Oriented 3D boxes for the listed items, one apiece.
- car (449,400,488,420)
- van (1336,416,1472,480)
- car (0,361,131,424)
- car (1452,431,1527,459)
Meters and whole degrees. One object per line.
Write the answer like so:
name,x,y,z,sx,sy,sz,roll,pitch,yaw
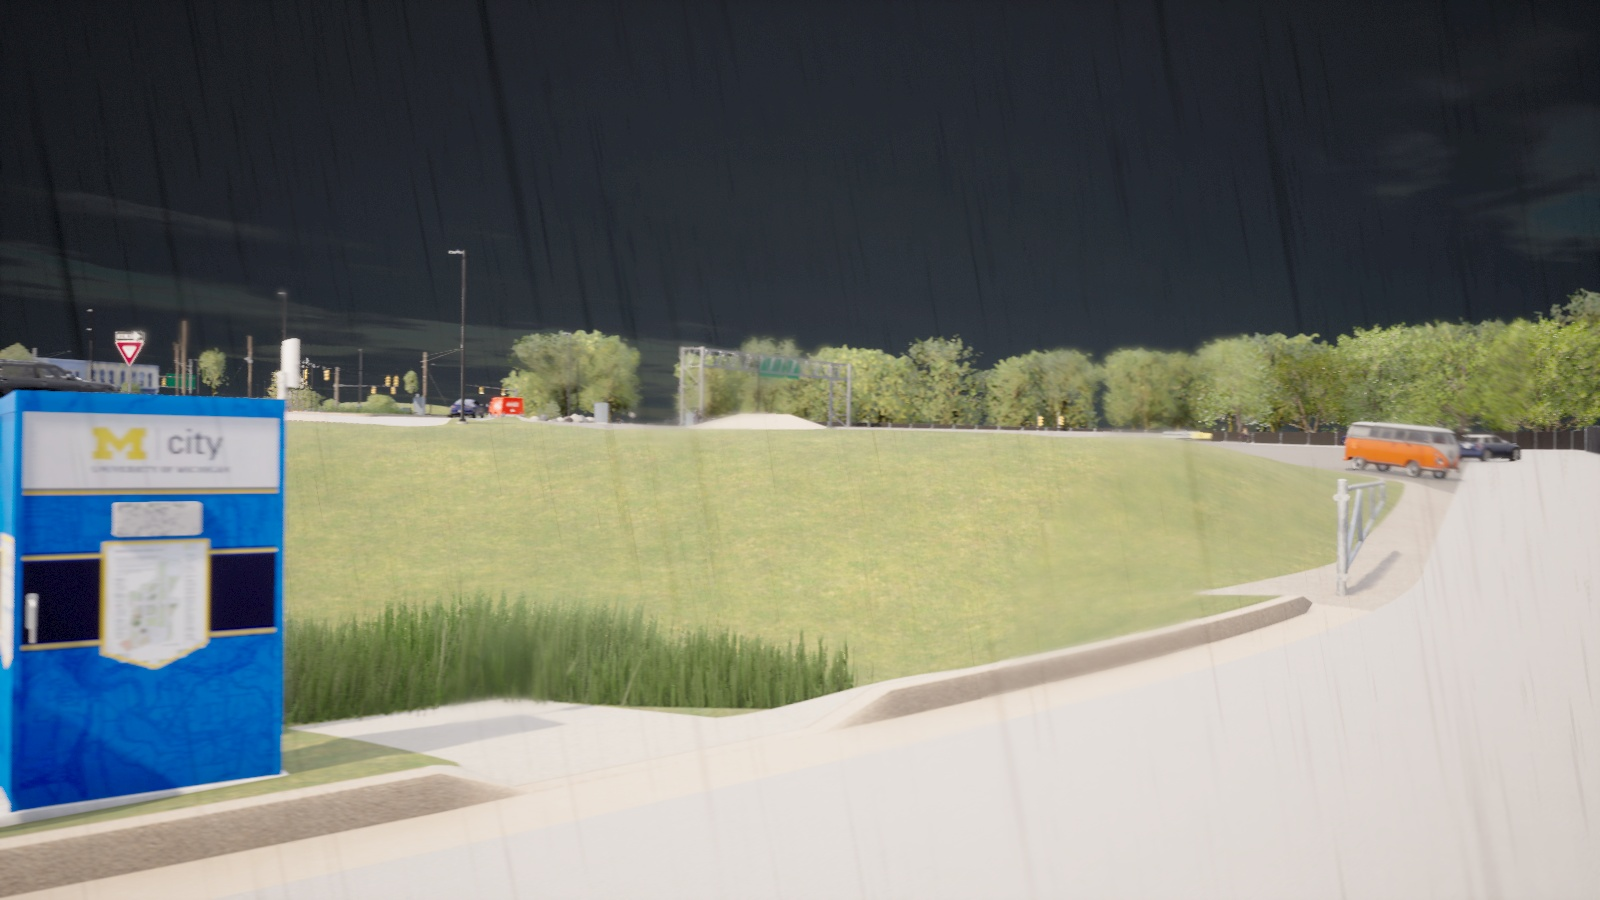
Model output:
car,-24.837,-2.995,94.200,1.812,1.442,4.674,1,2,-2
van,23.410,-0.101,48.869,1.775,1.987,4.442,3,4,-25
car,-27.006,-2.003,44.399,5.566,2.045,2.150,0,0,-41
car,38.629,-0.287,70.351,3.806,1.475,1.970,-1,2,-29
